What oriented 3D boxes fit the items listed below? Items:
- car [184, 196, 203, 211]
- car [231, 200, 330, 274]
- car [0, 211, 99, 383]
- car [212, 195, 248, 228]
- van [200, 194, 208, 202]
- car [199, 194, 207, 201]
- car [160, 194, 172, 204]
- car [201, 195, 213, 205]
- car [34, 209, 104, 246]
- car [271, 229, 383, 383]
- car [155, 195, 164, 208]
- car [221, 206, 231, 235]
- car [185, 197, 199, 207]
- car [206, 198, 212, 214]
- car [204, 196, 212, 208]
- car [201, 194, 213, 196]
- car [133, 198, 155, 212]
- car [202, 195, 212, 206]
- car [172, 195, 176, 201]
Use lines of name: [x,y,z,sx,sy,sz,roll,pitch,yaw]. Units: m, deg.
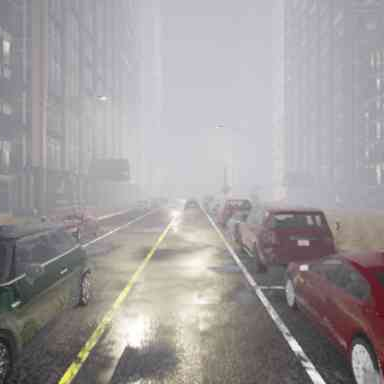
car: [0.016,1.562,41.320,1.994,1.385,4.181,0,0,0]
car: [2.699,1.315,10.441,2.192,1.841,5.009,0,0,0]
car: [-3.079,1.352,4.874,2.097,1.767,4.553,0,0,0]
car: [2.704,1.314,21.520,2.192,1.841,5.009,0,0,0]
van: [2.722,1.333,76.912,1.690,1.788,3.998,0,0,0]
car: [2.724,1.431,82.452,1.967,1.590,4.097,0,0,0]
car: [-5.662,1.309,65.836,2.192,1.841,5.009,0,0,0]
car: [2.716,1.435,60.295,1.967,1.590,4.097,0,0,0]
car: [-5.680,1.582,15.983,1.802,1.307,4.206,0,0,0]
car: [2.696,1.545,4.901,1.887,1.381,4.507,0,0,0]
car: [-5.668,1.579,49.219,1.802,1.307,4.206,0,0,0]
car: [2.700,1.565,15.981,1.947,1.339,4.313,0,0,0]
car: [0.020,1.544,51.344,2.033,1.411,5.357,0,0,0]
car: [2.706,1.549,32.598,2.008,1.369,4.403,0,0,0]
car: [2.708,1.523,38.308,1.752,1.417,4.829,0,0,0]
car: [2.715,1.311,54.755,2.192,1.841,5.009,0,0,0]
car: [-5.672,1.580,38.140,1.802,1.307,4.206,0,0,0]
car: [2.712,1.563,49.216,1.947,1.339,4.313,0,0,0]
car: [-5.657,1.536,82.455,1.887,1.381,4.507,0,0,0]
